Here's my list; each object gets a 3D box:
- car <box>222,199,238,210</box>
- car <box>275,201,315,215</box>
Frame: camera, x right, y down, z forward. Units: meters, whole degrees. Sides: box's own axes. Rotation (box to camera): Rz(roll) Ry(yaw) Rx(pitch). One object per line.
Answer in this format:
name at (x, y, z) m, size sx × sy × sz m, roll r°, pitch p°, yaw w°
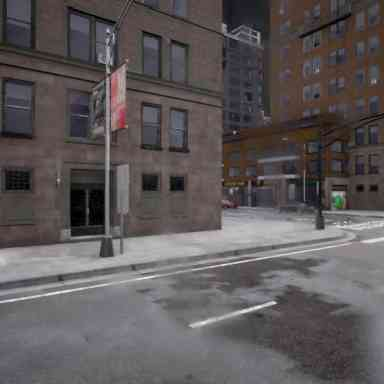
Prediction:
car at (4.190, 1.594, 43.285) m, size 1.802 × 1.307 × 4.206 m, roll 0°, pitch 0°, yaw -35°
car at (10.548, 1.580, 34.281) m, size 1.947 × 1.339 × 4.313 m, roll 0°, pitch 0°, yaw -35°
